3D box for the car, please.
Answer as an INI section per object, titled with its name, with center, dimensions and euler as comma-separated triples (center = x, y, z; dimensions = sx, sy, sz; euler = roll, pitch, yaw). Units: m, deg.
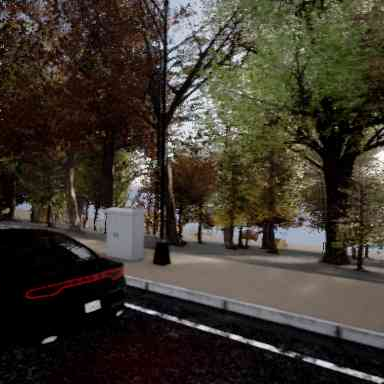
[car]
center = -3.386, 1.408, 6.089
dimensions = 5.008, 1.535, 1.882
euler = 1, 0, 36
